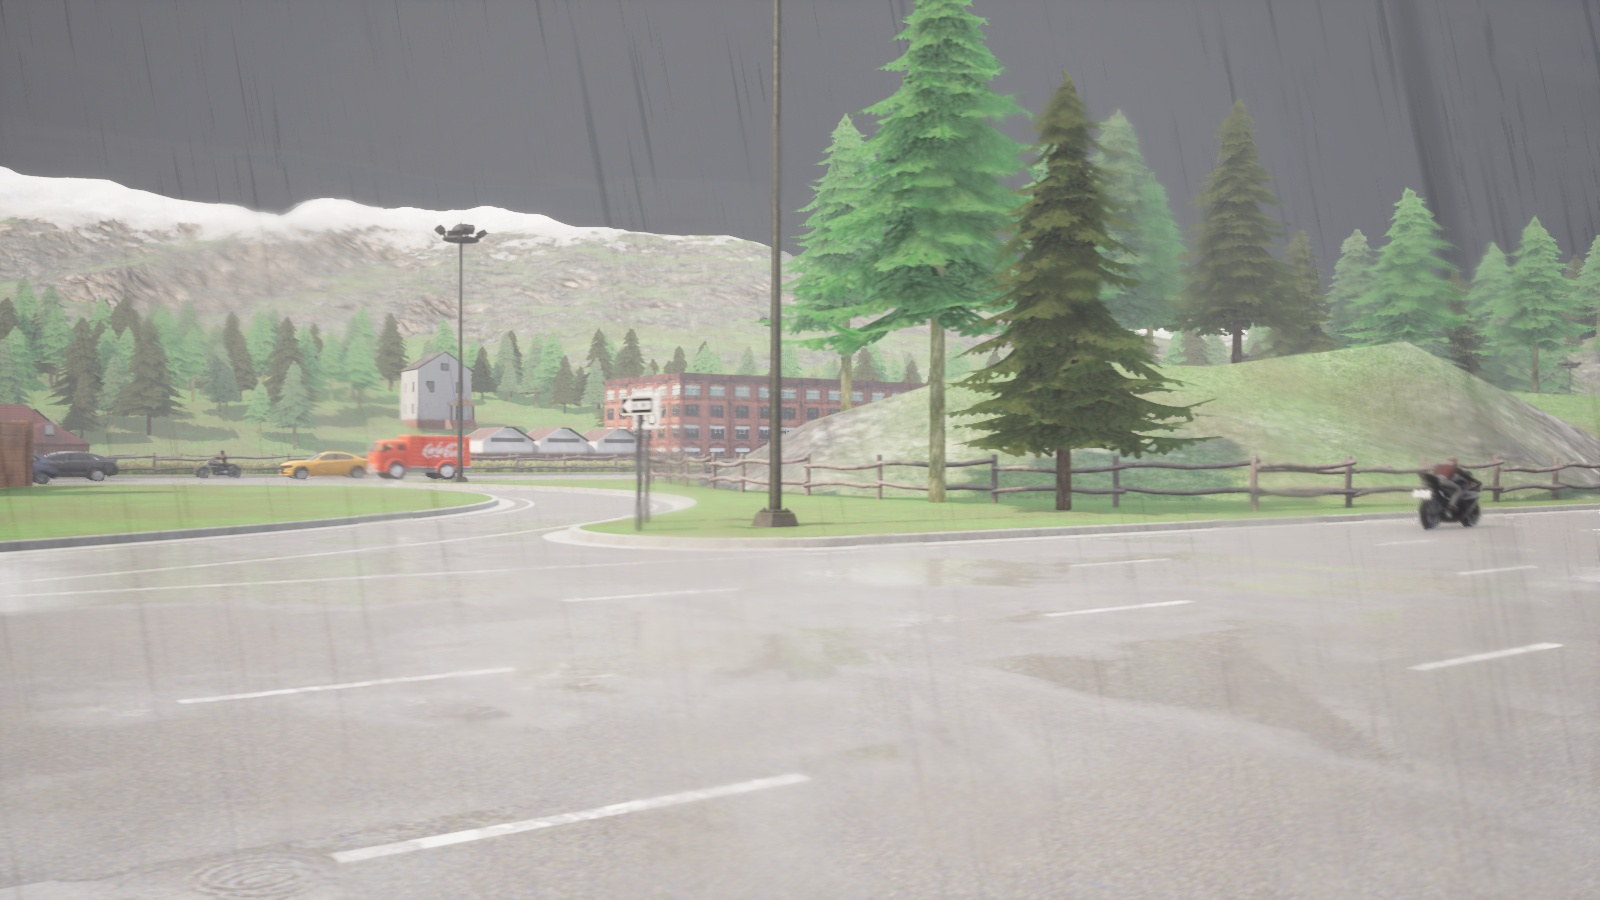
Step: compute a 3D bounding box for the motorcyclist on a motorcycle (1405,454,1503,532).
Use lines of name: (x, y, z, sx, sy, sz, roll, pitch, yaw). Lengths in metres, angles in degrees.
motorcyclist on a motorcycle: (13.461, 0.854, 25.821, 2.191, 1.530, 0.866, 0, 0, -35)

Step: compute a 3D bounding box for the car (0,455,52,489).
car: (-35.458, 0.973, 55.331, 4.193, 1.474, 1.816, 0, 0, -35)

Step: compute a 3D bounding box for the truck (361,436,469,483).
truck: (-21.264, 0.507, 69.413, 5.204, 2.467, 2.627, 0, 0, -35)

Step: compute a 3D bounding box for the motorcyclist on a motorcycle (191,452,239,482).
motorcyclist on a motorcycle: (-32.634, 0.956, 70.055, 2.350, 1.649, 0.766, 0, 0, -35)

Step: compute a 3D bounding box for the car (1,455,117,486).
car: (-37.012, 0.990, 62.768, 4.892, 1.490, 1.837, 0, 0, -35)

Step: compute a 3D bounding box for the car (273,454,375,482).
car: (-26.510, 0.978, 70.037, 5.008, 1.535, 1.882, 0, 0, -35)
